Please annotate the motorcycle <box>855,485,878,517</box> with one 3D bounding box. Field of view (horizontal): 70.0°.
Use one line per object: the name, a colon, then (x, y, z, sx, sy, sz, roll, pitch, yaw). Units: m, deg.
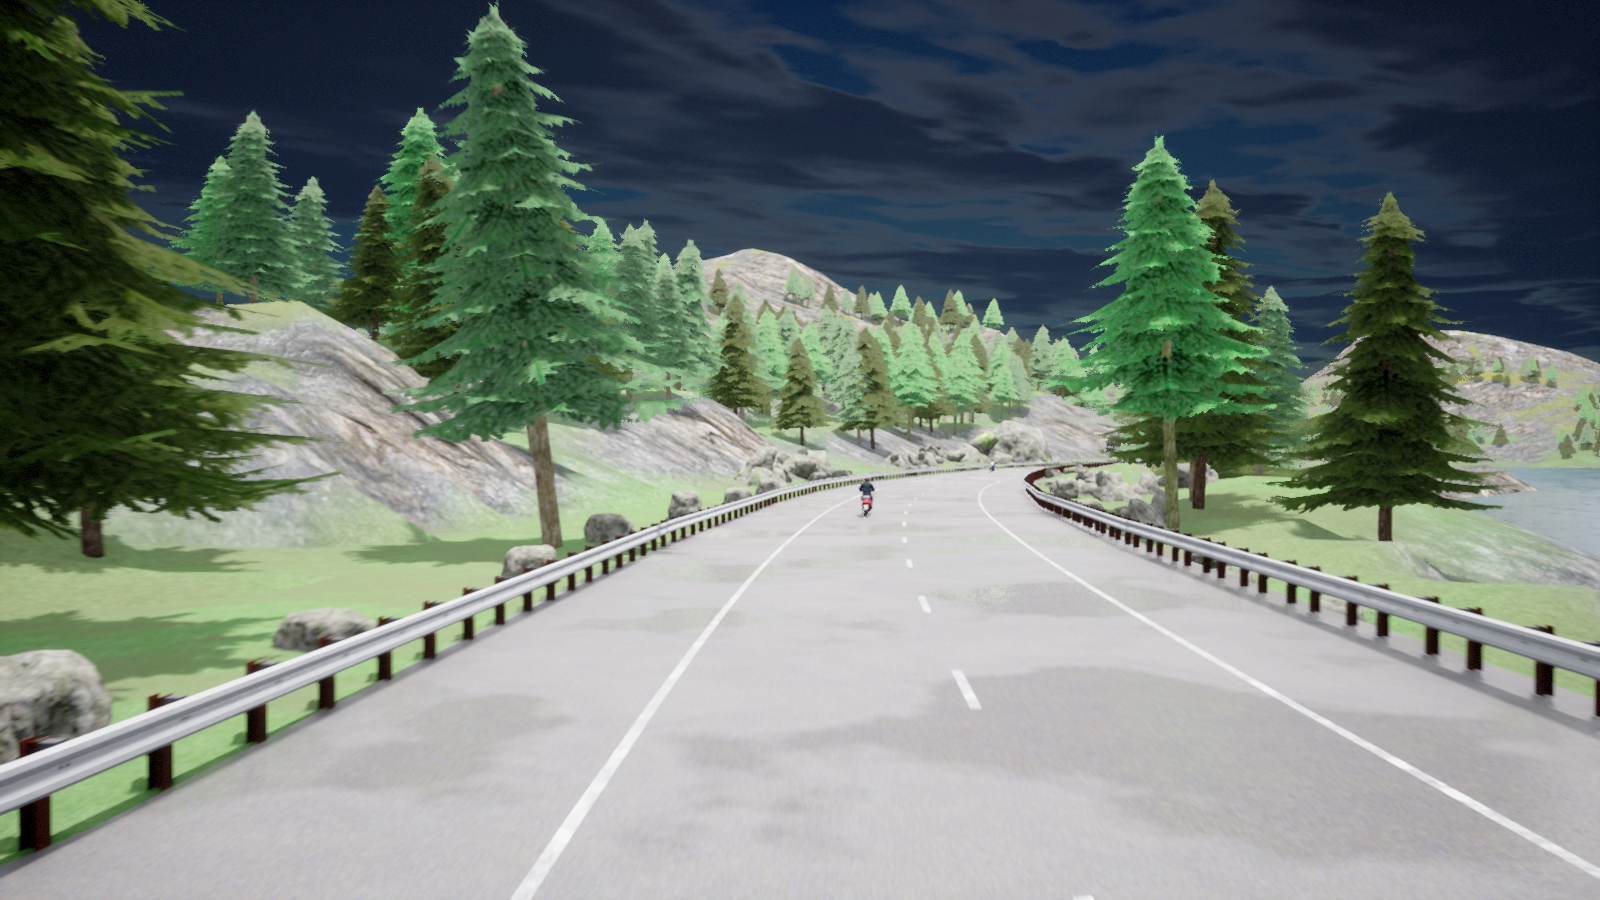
motorcycle: (2.797, 2.120, 47.916, 0.856, 1.236, 1.805, 0, 0, 7)
